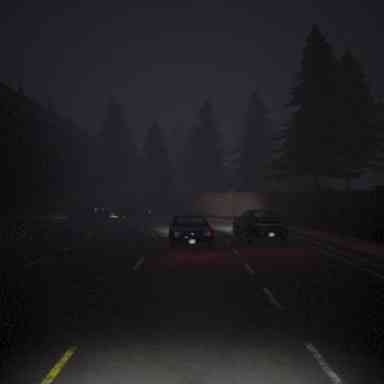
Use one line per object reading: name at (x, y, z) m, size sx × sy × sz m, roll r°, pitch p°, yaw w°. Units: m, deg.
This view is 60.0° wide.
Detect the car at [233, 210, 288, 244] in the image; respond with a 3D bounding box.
car at (3.300, 1.653, 16.813) m, size 2.128 × 1.511 × 4.902 m, roll 0°, pitch -1°, yaw -3°

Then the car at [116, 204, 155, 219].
car at (-5.629, 1.880, 33.053) m, size 4.181 × 1.385 × 1.994 m, roll 0°, pitch -1°, yaw 37°

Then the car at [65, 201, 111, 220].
car at (-9.927, 1.654, 31.576) m, size 4.553 × 1.767 × 2.097 m, roll 0°, pitch 0°, yaw 32°

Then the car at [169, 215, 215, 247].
car at (-0.175, 1.752, 15.778) m, size 1.895 × 1.301 × 4.718 m, roll 0°, pitch -1°, yaw -5°
